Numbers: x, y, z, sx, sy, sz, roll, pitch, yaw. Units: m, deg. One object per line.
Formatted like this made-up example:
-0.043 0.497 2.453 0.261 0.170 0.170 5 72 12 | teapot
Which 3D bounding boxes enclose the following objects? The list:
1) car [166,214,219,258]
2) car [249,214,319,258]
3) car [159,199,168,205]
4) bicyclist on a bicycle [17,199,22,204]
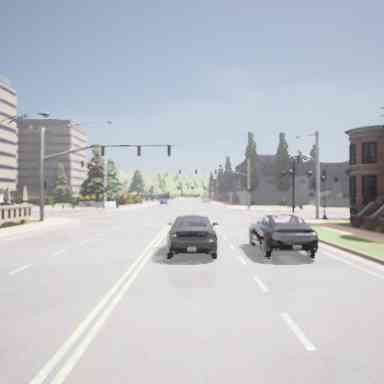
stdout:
0.020 1.661 13.474 1.837 1.490 4.892 0 0 1 | car
3.520 1.647 13.478 2.128 1.511 4.902 0 -1 1 | car
-7.017 2.410 82.358 1.882 1.535 5.008 0 -1 0 | car
-25.259 1.852 48.534 0.582 1.620 1.656 0 0 0 | bicyclist on a bicycle
